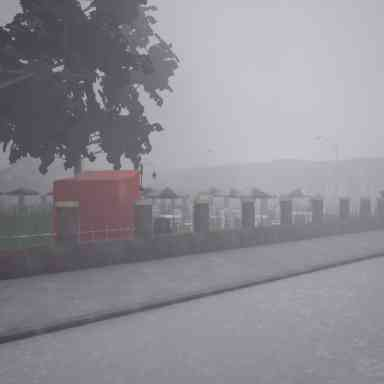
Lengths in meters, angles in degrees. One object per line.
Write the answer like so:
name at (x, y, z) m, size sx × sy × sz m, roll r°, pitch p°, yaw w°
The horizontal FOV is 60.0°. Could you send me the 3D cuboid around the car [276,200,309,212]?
car at (10.131, 1.477, 31.661) m, size 1.882 × 1.535 × 5.008 m, roll 0°, pitch 0°, yaw -35°
